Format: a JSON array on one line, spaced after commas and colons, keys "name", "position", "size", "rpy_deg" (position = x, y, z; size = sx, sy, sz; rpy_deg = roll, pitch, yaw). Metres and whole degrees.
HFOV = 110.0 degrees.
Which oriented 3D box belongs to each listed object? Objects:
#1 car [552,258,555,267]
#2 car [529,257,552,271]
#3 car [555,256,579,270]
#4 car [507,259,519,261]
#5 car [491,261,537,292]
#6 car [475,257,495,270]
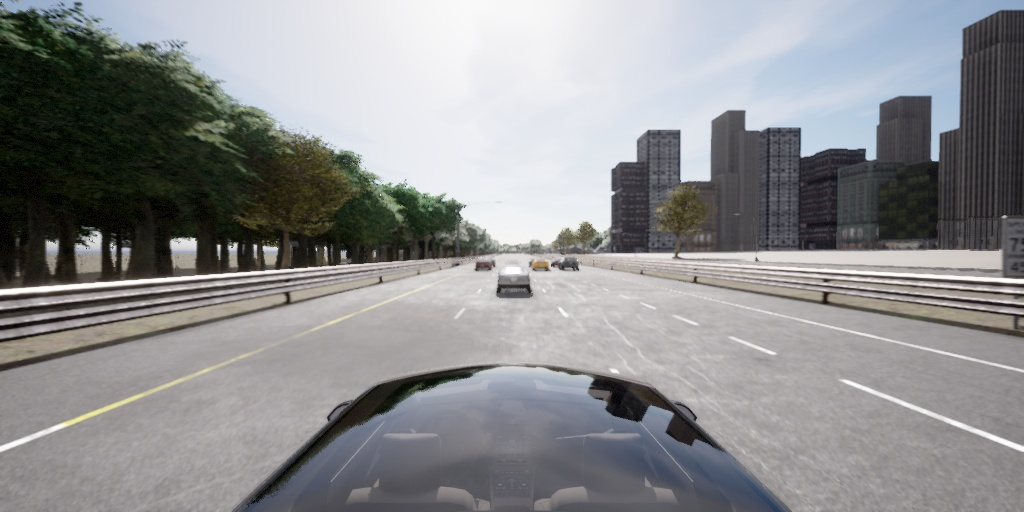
[{"name": "car", "position": [6.998, 0.950, 55.318], "size": [1.812, 1.442, 4.674], "rpy_deg": [0, 1, 0]}, {"name": "car", "position": [3.496, 0.963, 44.399], "size": [1.882, 1.535, 5.008], "rpy_deg": [0, 0, 0]}, {"name": "car", "position": [7.002, 0.834, 45.007], "size": [2.097, 1.767, 4.553], "rpy_deg": [0, 0, 0]}, {"name": "car", "position": [0.093, 1.039, 39.577], "size": [1.812, 1.442, 4.674], "rpy_deg": [0, 0, 0]}, {"name": "car", "position": [0.099, 1.182, 20.088], "size": [2.033, 1.411, 5.357], "rpy_deg": [0, 0, 0]}, {"name": "car", "position": [-3.499, 0.959, 44.961], "size": [1.882, 1.535, 5.008], "rpy_deg": [0, 1, 0]}]
